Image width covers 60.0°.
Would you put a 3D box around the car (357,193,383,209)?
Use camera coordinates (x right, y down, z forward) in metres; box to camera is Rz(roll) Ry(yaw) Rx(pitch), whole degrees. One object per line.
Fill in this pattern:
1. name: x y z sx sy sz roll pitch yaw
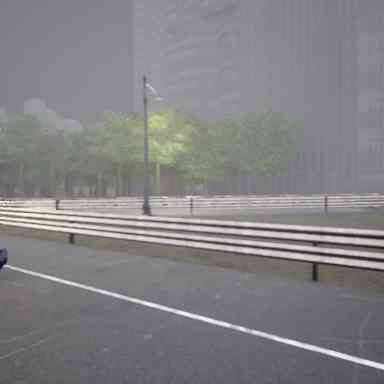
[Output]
1. car: 17.903 0.835 31.032 4.892 1.490 1.837 -1 0 -6

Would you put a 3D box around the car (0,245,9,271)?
1. car: -6.951 1.573 8.899 4.718 1.301 1.895 0 0 36
